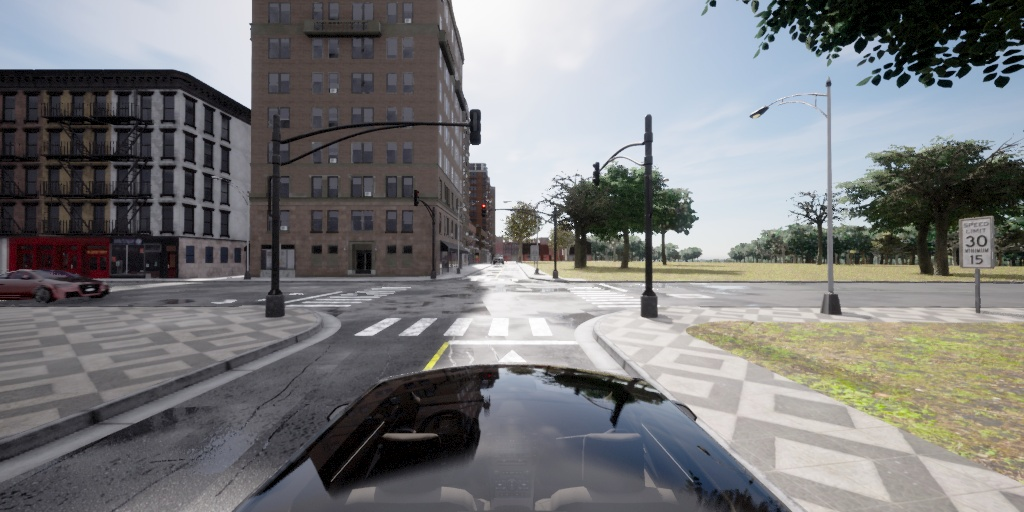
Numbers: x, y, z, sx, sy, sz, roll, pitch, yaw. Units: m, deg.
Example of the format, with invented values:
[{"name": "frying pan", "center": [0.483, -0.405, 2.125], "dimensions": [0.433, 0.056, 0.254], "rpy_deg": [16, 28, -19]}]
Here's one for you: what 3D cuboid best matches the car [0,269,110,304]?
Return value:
[{"name": "car", "center": [-20.153, 1.269, 15.429], "dimensions": [4.181, 1.385, 1.994], "rpy_deg": [0, -1, 0]}]
